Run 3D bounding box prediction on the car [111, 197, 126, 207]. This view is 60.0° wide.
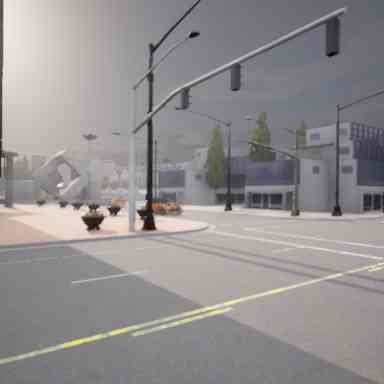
[{"bbox_3d":[-11.951,1.539,53.924,1.882,1.535,5.008,1,0,-22],"label":"car"}]

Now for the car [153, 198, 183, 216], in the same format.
[{"bbox_3d":[-2.836,1.375,33.119,2.097,1.767,4.553,1,0,-35],"label":"car"}]
